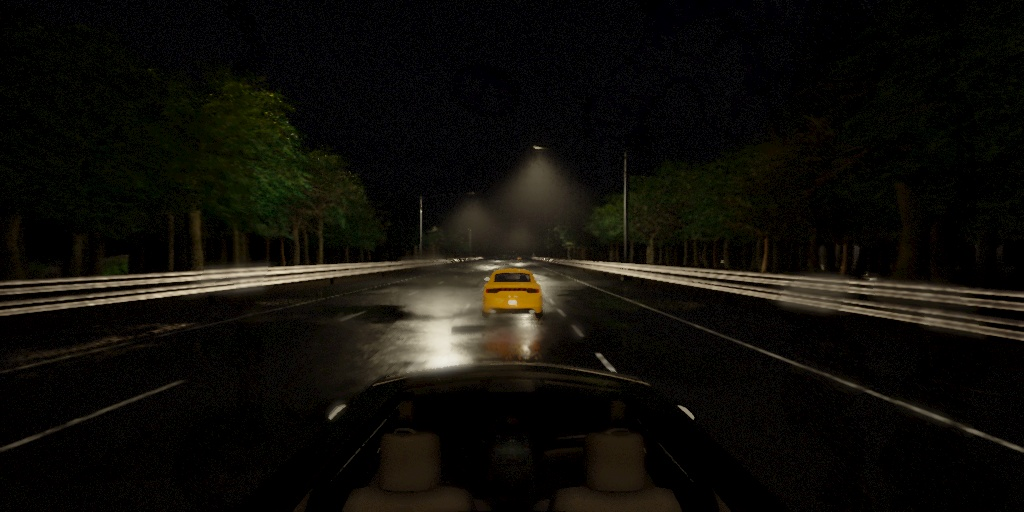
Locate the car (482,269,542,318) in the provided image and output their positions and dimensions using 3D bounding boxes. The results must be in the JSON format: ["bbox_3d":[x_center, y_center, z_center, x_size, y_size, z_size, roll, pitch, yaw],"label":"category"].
[{"bbox_3d":[0.009,1.207,13.047,1.882,1.535,5.008,0,0,0],"label":"car"}]
